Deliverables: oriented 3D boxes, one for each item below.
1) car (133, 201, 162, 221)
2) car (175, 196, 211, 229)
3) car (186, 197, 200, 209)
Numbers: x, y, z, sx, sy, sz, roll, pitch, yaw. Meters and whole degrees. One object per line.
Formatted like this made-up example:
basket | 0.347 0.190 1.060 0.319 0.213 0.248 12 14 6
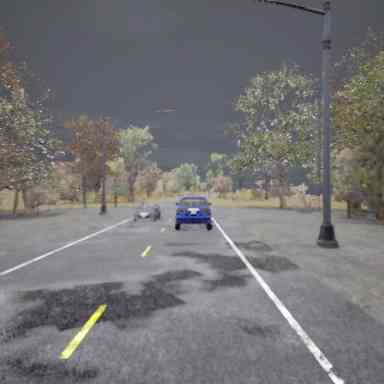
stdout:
car | -3.584 1.542 27.229 2.128 1.511 4.902 0 0 0
car | 0.093 1.262 21.850 2.150 2.045 5.566 0 0 0
car | 0.090 1.562 46.935 1.882 1.535 5.008 0 0 0
